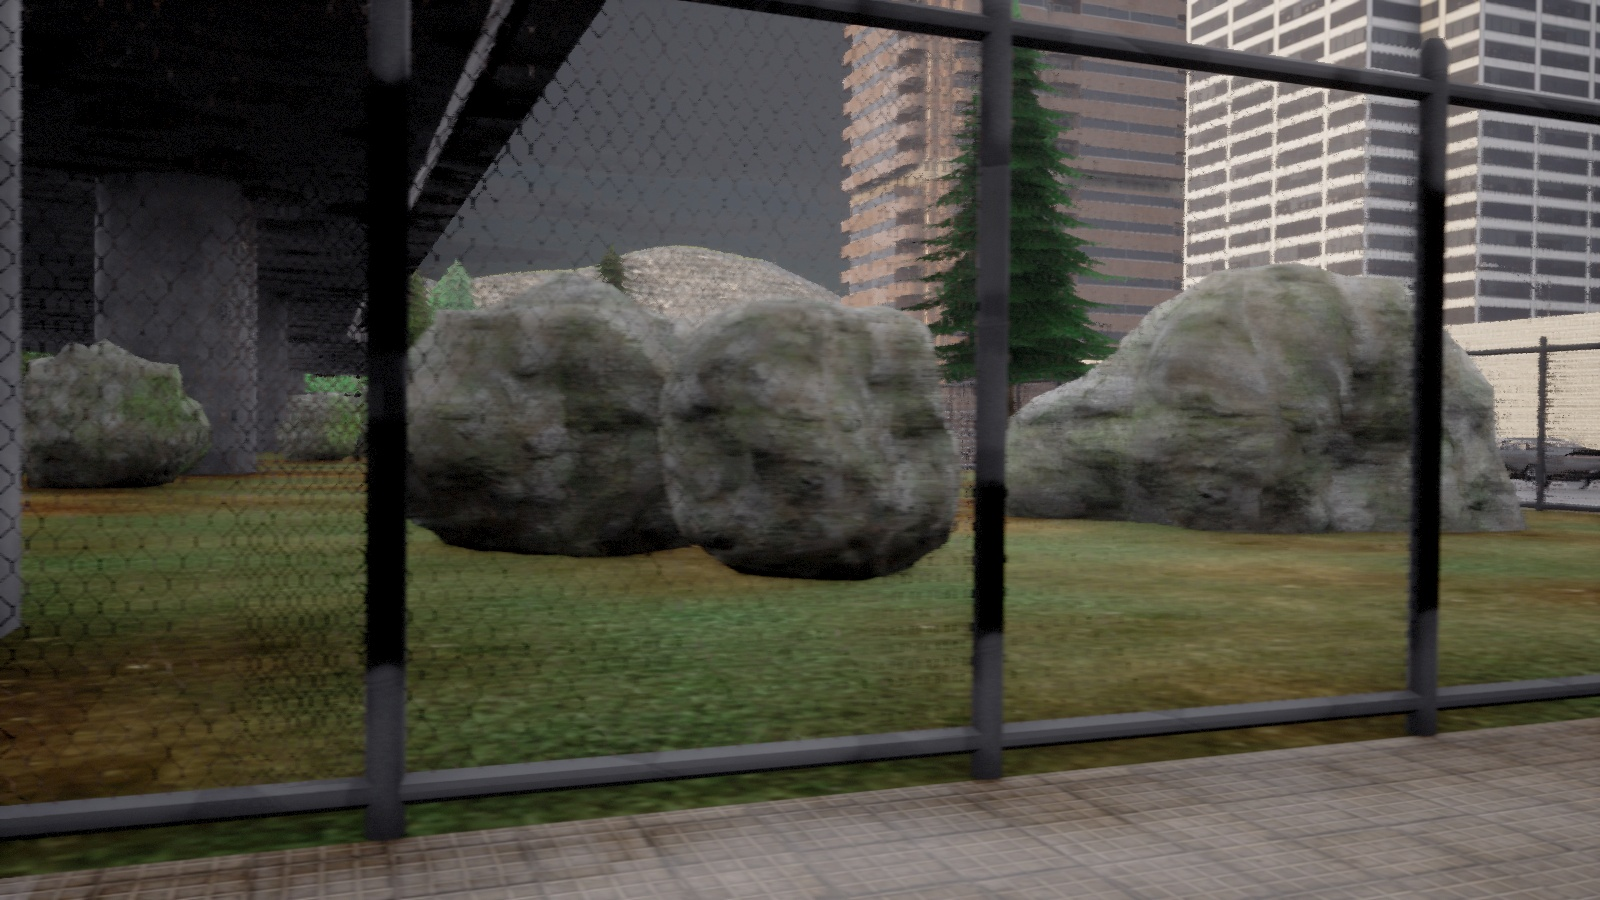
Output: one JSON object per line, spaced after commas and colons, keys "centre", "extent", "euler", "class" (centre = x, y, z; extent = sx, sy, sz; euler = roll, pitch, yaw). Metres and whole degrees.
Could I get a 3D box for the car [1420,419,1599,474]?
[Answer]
{"centre": [21.099, -0.133, 37.073], "extent": [2.128, 1.511, 4.902], "euler": [-1, 1, -21], "class": "car"}
